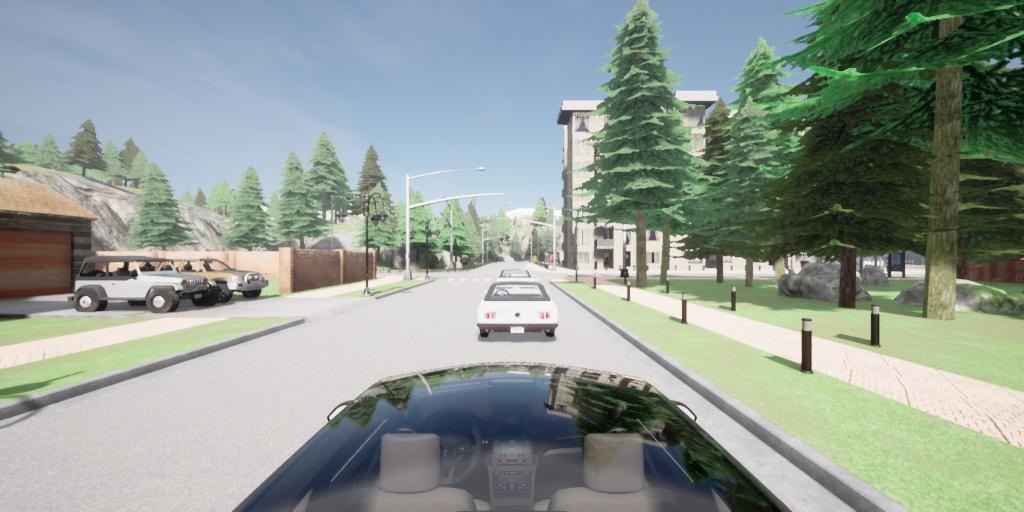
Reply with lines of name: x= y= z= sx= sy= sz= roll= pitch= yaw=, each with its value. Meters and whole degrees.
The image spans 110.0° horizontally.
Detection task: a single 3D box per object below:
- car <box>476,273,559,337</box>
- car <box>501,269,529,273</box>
car: x=0.134 y=1.349 z=10.192 sx=1.895 sy=1.301 sz=4.718 roll=0 pitch=0 yaw=0
car: x=0.167 y=1.347 z=19.359 sx=1.895 sy=1.301 sz=4.718 roll=0 pitch=0 yaw=0
